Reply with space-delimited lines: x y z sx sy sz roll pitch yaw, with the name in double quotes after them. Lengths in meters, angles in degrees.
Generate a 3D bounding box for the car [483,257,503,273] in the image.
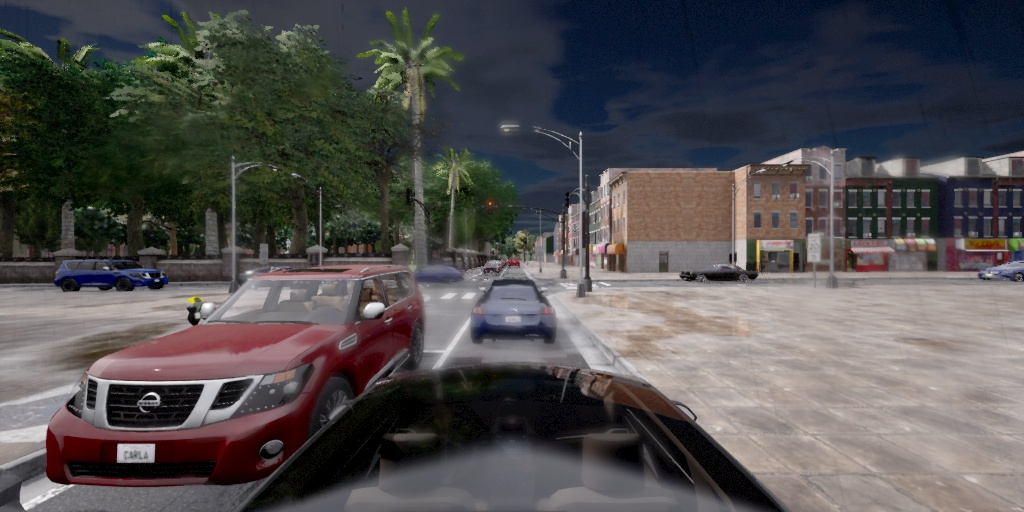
-2.385 1.268 43.175 1.967 1.591 4.097 0 0 0 "car"

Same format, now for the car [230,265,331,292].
-14.344 1.386 22.480 4.902 1.511 2.128 -1 0 -1 "car"

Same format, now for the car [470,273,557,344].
0.045 1.316 9.644 1.994 1.385 4.181 0 0 1 "car"

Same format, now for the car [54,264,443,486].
-2.621 1.065 5.029 2.192 1.841 5.009 0 0 0 "car"

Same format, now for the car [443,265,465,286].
-5.665 1.336 25.398 4.674 1.442 1.812 -1 0 0 "car"

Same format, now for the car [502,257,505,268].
-2.349 1.291 48.862 1.967 1.591 4.097 0 0 0 "car"

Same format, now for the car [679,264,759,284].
14.443 1.255 25.296 4.718 1.301 1.895 0 0 0 "car"

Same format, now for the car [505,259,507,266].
-2.280 1.485 60.240 1.802 1.307 4.207 0 0 0 "car"

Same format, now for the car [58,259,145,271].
-25.076 1.221 22.541 5.566 2.045 2.150 -1 0 0 "car"

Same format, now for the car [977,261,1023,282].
35.853 1.070 25.172 4.674 1.442 1.812 0 0 1 "car"
